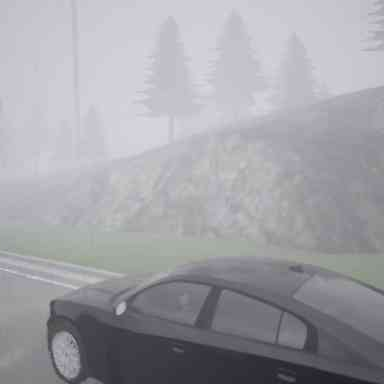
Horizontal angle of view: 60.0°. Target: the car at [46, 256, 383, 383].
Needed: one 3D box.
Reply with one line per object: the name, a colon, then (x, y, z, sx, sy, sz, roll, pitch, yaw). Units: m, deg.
car: (0.352, 1.494, 3.748, 5.008, 1.535, 1.882, -1, 0, 35)
